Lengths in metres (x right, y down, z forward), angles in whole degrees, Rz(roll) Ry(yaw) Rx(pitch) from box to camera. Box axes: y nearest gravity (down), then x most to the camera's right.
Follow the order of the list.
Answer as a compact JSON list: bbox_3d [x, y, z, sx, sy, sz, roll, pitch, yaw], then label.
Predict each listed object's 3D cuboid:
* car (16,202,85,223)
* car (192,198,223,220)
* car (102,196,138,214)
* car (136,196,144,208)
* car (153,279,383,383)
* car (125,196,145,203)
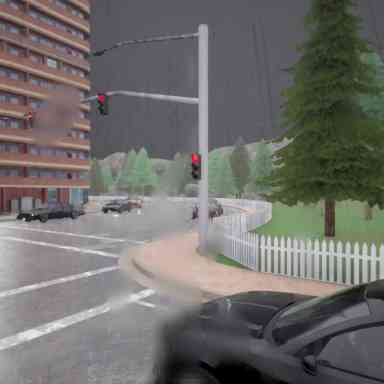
[{"bbox_3d":[-10.616,1.492,25.567,2.033,1.411,5.357,0,0,24],"label":"car"},{"bbox_3d":[1.319,1.470,27.308,1.812,1.442,4.674,0,0,16],"label":"car"},{"bbox_3d":[-7.797,1.492,35.386,2.033,1.411,5.357,0,0,7],"label":"car"},{"bbox_3d":[-8.096,1.296,45.682,2.097,1.767,4.553,0,0,-11],"label":"car"},{"bbox_3d":[1.899,1.478,2.635,5.008,1.535,1.882,0,0,36],"label":"car"},{"bbox_3d":[-11.783,1.470,68.722,4.674,1.442,1.812,0,0,44],"label":"car"}]
